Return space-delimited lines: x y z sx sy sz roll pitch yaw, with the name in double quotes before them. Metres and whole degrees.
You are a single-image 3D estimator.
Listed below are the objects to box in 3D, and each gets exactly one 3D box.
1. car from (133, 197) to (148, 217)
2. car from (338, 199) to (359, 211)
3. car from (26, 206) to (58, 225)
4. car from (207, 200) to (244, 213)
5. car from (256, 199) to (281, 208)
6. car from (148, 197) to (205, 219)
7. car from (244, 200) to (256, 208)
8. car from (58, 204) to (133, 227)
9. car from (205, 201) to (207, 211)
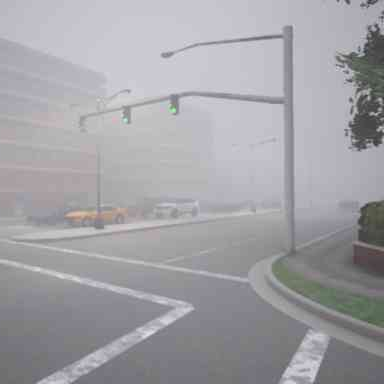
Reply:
"car" -4.440 1.518 35.126 2.150 2.045 5.566 -1 -1 35
"car" 21.252 1.674 45.116 1.882 1.535 5.008 -1 -1 36
"car" -10.358 1.823 26.830 2.033 1.411 5.357 -1 -1 36
"car" 4.207 1.883 41.195 1.895 1.301 4.718 -1 -1 36
"car" 12.610 1.804 52.837 2.128 1.511 4.902 -1 -1 36
"car" -1.438 1.483 33.300 2.150 2.045 5.566 -1 -1 35
"car" 8.870 1.944 53.643 1.895 1.301 4.718 -1 -1 36
"car" -7.199 1.719 25.237 1.882 1.535 5.008 -1 -1 35
"car" 1.533 1.865 43.468 2.033 1.411 5.357 -1 -1 36
